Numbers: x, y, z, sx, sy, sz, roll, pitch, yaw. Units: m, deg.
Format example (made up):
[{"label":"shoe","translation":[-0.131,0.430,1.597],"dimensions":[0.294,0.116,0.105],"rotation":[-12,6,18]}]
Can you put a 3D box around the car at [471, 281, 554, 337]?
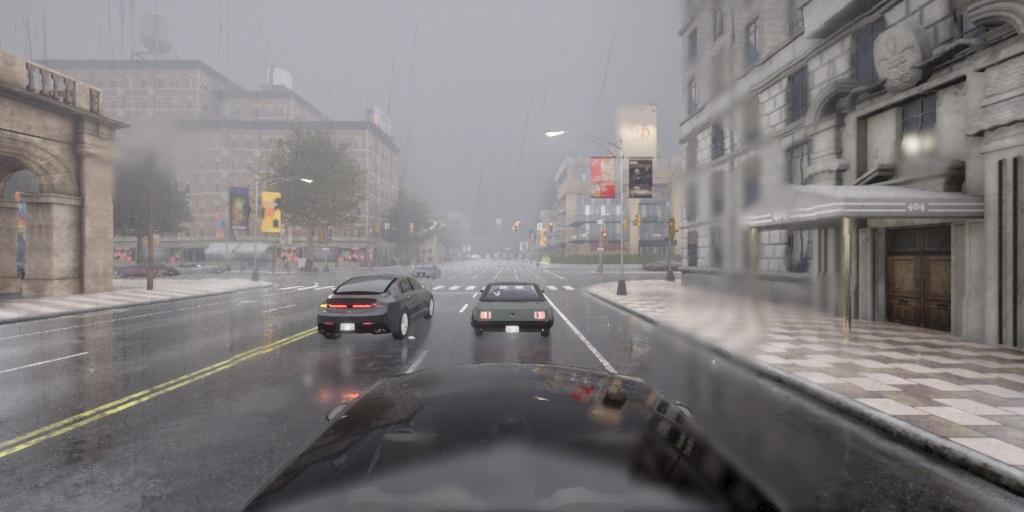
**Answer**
[{"label":"car","translation":[0.013,1.351,10.242],"dimensions":[1.895,1.301,4.718],"rotation":[0,0,0]}]

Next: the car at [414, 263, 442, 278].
[{"label":"car","translation":[-7.229,1.312,30.457],"dimensions":[1.994,1.385,4.181],"rotation":[0,0,-1]}]

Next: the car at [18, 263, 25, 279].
[{"label":"car","translation":[-48.547,1.349,35.922],"dimensions":[4.718,1.301,1.895],"rotation":[0,0,0]}]

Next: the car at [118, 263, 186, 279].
[{"label":"car","translation":[-32.746,1.313,32.456],"dimensions":[4.181,1.385,1.994],"rotation":[0,0,0]}]

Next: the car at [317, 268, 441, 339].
[{"label":"car","translation":[-3.488,1.255,10.020],"dimensions":[1.837,1.490,4.892],"rotation":[0,0,0]}]

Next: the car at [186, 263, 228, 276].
[{"label":"car","translation":[-31.481,1.349,35.960],"dimensions":[4.718,1.301,1.895],"rotation":[0,0,0]}]

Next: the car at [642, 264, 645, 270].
[{"label":"car","translation":[19.752,1.274,47.807],"dimensions":[4.674,1.442,1.812],"rotation":[0,0,0]}]

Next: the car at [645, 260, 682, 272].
[{"label":"car","translation":[19.404,1.274,44.303],"dimensions":[4.674,1.442,1.812],"rotation":[0,0,-1]}]
